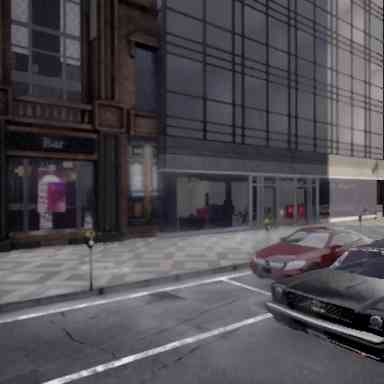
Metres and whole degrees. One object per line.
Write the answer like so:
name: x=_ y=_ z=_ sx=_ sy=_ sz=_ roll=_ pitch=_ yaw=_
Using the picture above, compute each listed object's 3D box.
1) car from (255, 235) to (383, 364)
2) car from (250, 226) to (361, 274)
car: x=3.479 y=1.622 z=5.758 sx=4.718 sy=1.301 sz=1.895 roll=0 pitch=0 yaw=-36
car: x=3.461 y=1.612 z=9.036 sx=4.206 sy=1.307 sz=1.802 roll=0 pitch=-1 yaw=-36
